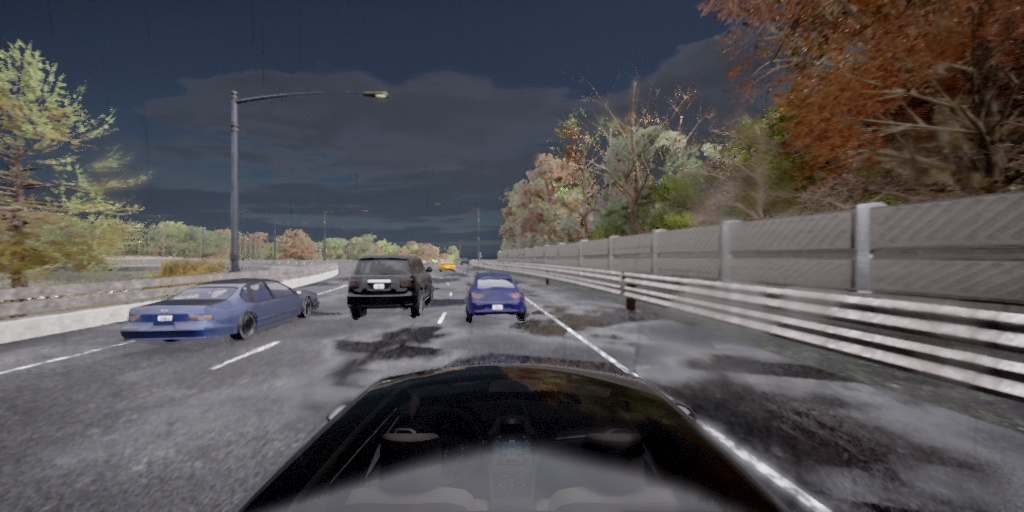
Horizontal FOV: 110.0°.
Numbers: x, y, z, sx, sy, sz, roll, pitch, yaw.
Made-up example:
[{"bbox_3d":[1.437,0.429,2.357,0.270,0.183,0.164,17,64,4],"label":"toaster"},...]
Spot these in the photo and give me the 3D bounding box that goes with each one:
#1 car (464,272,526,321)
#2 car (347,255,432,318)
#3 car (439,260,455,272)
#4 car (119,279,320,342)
[{"bbox_3d":[-0.657,1.285,12.397,1.812,1.442,4.674,0,0,-6],"label":"car"},{"bbox_3d":[-4.259,0.994,13.261,2.150,2.045,5.566,0,0,-7],"label":"car"},{"bbox_3d":[-8.888,1.289,48.814,1.882,1.535,5.008,0,0,-13],"label":"car"},{"bbox_3d":[-7.364,1.329,9.887,2.033,1.411,5.357,0,0,-5],"label":"car"}]
